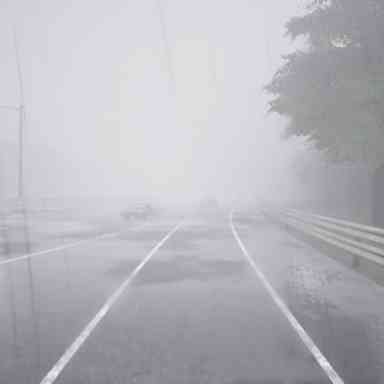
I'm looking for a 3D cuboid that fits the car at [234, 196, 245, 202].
[{"bbox_3d":[10.600,1.596,74.232,1.895,1.301,4.718,1,0,18],"label":"car"}]

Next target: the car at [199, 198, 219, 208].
[{"bbox_3d":[2.466,1.516,47.613,2.033,1.411,5.357,1,0,16],"label":"car"}]

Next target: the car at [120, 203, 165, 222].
[{"bbox_3d":[-3.654,1.536,25.761,1.895,1.301,4.718,1,0,15],"label":"car"}]
